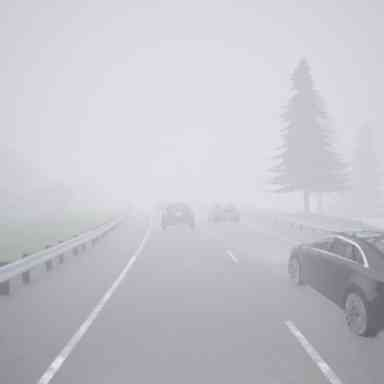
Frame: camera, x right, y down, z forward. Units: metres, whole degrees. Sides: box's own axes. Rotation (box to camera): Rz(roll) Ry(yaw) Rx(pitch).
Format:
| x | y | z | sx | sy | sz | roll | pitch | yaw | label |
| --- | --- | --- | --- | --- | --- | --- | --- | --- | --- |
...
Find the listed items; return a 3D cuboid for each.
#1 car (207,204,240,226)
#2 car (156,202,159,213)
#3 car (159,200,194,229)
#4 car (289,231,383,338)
| x | y | z | sx | sy | sz | roll | pitch | yaw | label |
| --- | --- | --- | --- | --- | --- | --- | --- | --- | --- |
| 2.276 | 1.633 | 24.927 | 2.128 | 1.511 | 4.902 | 0 | 0 | -6 | car |
| -3.333 | 1.729 | 40.625 | 2.128 | 1.511 | 4.902 | 0 | 0 | -9 | car |
| -1.051 | 1.486 | 22.938 | 2.097 | 1.767 | 4.553 | 0 | 0 | -5 | car |
| 3.453 | 1.527 | 6.682 | 2.128 | 1.511 | 4.902 | 0 | 0 | -2 | car |
